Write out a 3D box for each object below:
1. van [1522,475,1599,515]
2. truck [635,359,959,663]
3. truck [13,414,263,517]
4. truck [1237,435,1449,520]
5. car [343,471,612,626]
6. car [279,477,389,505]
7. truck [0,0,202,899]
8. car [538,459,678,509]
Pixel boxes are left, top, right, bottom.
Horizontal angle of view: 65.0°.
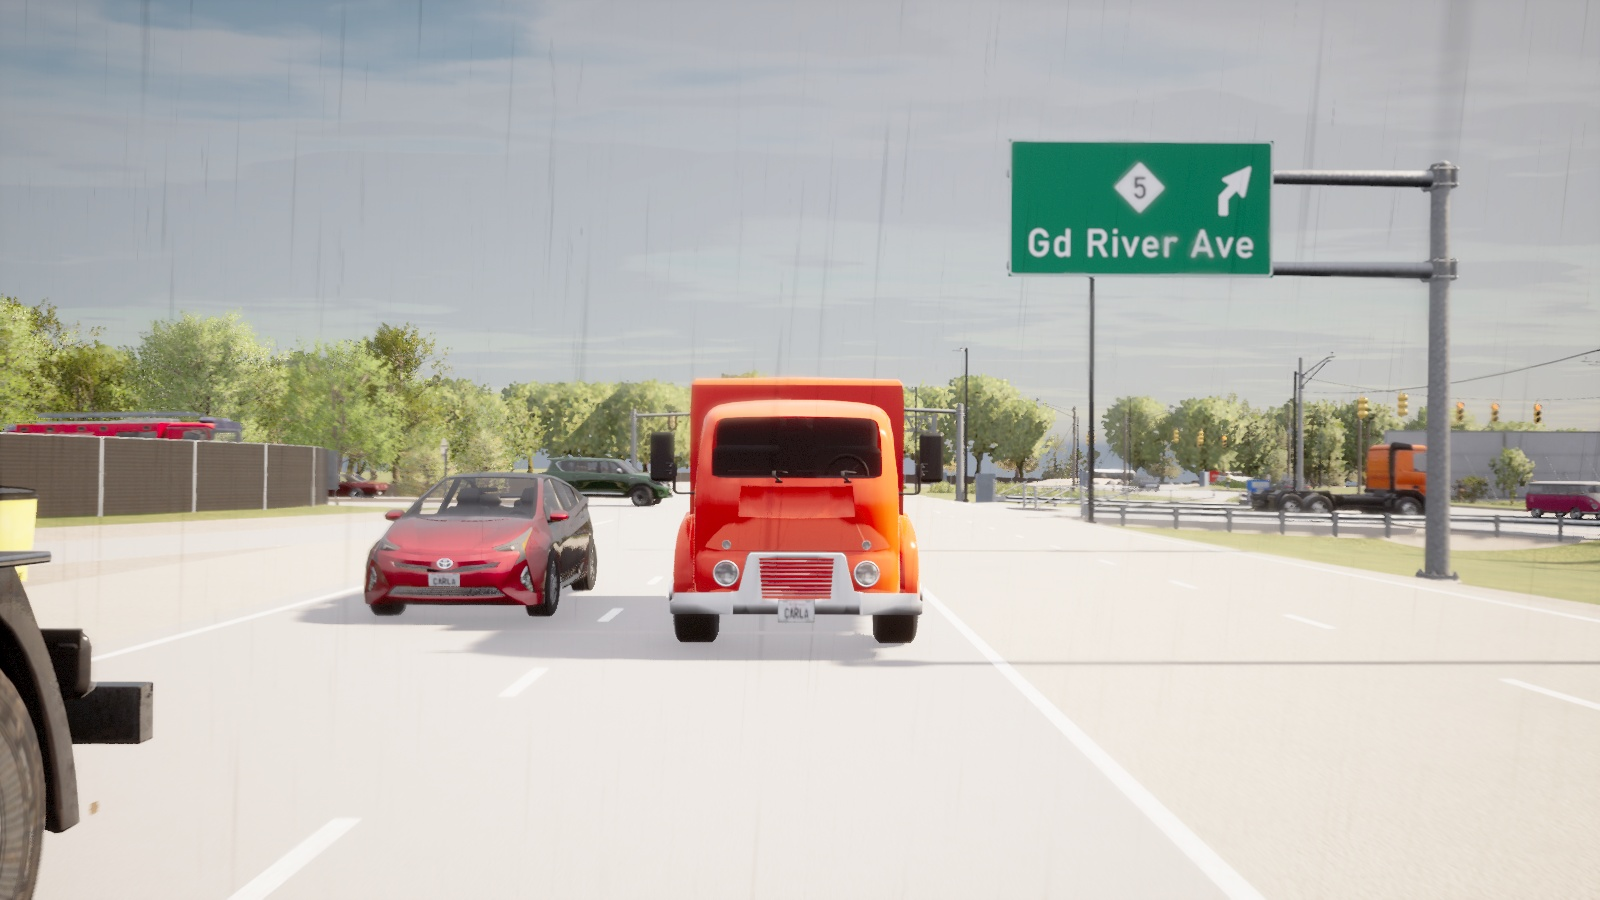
[{"bbox_3d":[39.752,2.282,64.808,1.775,1.987,4.442,0,-1,-12],"label":"van"},{"bbox_3d":[-0.032,0.539,12.834,2.627,2.467,5.204,0,-1,0],"label":"truck"},{"bbox_3d":[-26.467,0.610,50.486,8.468,3.827,2.891,-1,0,-1],"label":"truck"},{"bbox_3d":[23.374,1.185,54.331,7.936,3.462,2.891,1,-1,-1],"label":"truck"},{"bbox_3d":[-3.535,1.016,14.712,2.007,1.525,4.514,0,-1,0],"label":"car"},{"bbox_3d":[-22.899,2.017,61.846,4.718,1.301,1.895,0,0,0],"label":"car"},{"bbox_3d":[-3.505,-0.147,0.364,2.891,3.462,7.936,0,-1,0],"label":"truck"},{"bbox_3d":[-8.170,1.425,53.705,5.566,2.045,2.150,0,-1,7],"label":"car"}]
